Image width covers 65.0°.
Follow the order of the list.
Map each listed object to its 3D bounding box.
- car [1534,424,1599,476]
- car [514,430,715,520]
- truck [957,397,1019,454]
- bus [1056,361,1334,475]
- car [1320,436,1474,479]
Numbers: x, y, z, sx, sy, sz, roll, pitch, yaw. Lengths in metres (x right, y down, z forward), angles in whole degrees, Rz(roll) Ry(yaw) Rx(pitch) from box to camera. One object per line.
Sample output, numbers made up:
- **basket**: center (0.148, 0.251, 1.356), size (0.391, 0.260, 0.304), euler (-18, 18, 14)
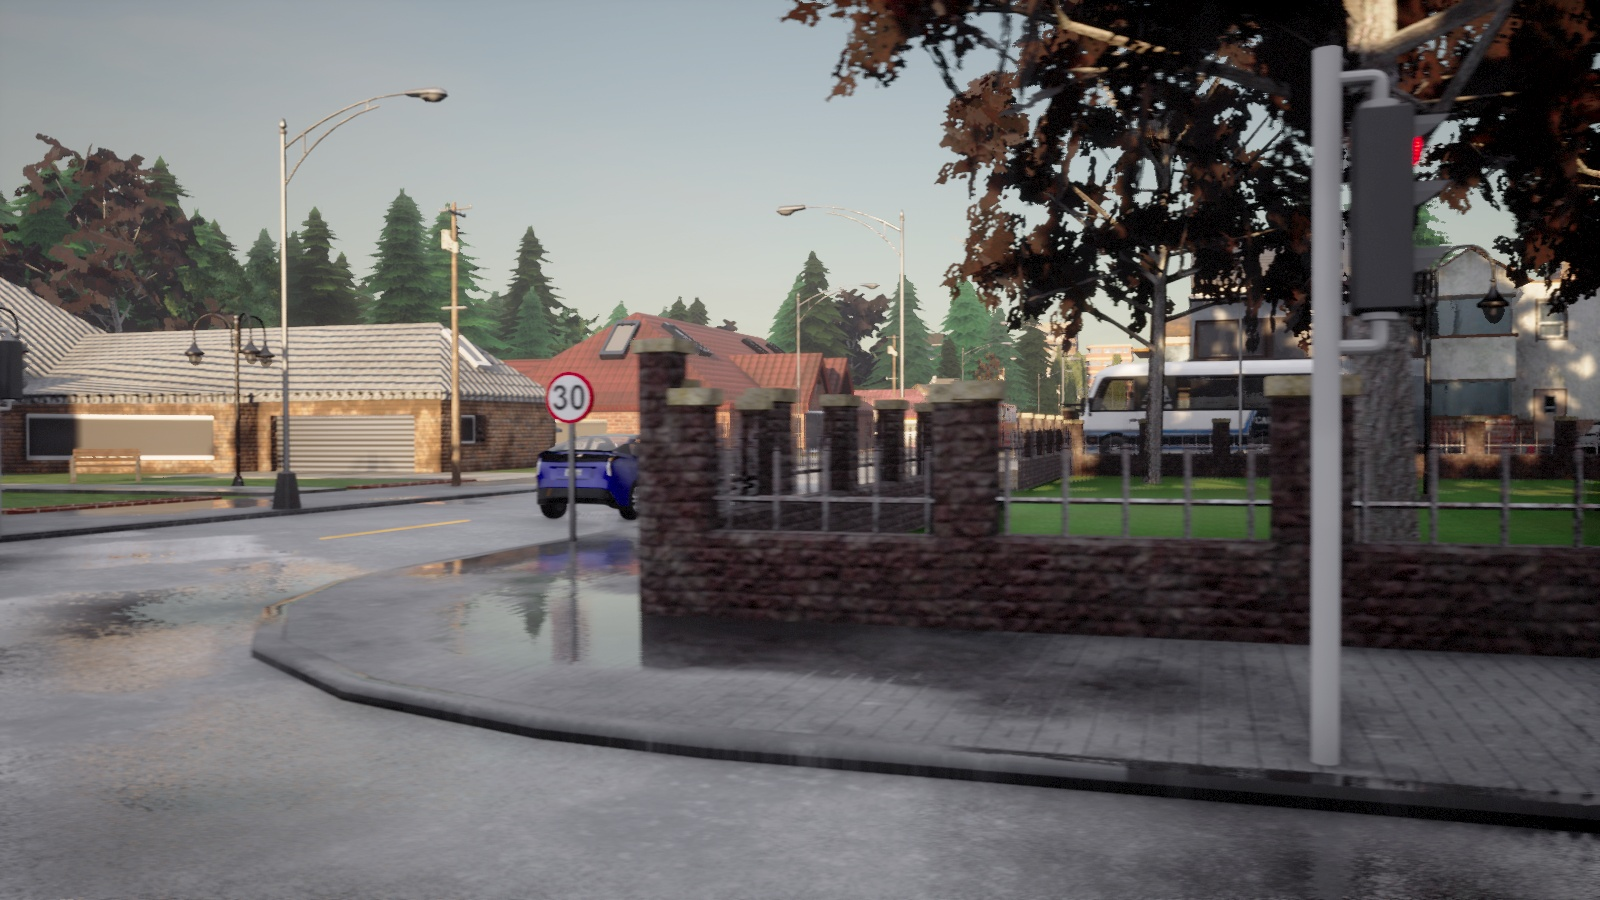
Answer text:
- **car**: center (29.333, 0.001, 45.999), size (3.866, 1.878, 1.905), euler (1, 1, 19)
- **car**: center (-3.353, 0.383, 23.695), size (2.007, 1.525, 4.514), euler (0, 1, 17)
- **truck**: center (13.171, -1.683, 87.584), size (2.891, 3.827, 8.468), euler (1, 1, 18)
- **bus**: center (15.766, -1.295, 50.503), size (10.273, 4.253, 3.944), euler (1, 2, 20)
- **car**: center (21.014, 0.225, 44.390), size (4.674, 1.442, 1.812), euler (0, 1, 15)
